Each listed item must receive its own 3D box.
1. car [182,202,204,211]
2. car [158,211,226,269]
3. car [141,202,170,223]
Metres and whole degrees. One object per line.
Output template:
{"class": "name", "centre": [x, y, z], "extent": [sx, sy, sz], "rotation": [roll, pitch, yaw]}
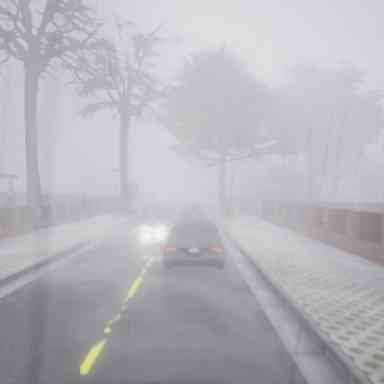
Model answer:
{"class": "car", "centre": [0.099, 1.581, 28.901], "extent": [1.812, 1.442, 4.674], "rotation": [0, 0, 0]}
{"class": "car", "centre": [0.074, 1.590, 11.275], "extent": [2.033, 1.411, 5.357], "rotation": [0, 0, 0]}
{"class": "car", "centre": [-2.817, 1.548, 26.402], "extent": [2.128, 1.511, 4.902], "rotation": [0, 0, 0]}
